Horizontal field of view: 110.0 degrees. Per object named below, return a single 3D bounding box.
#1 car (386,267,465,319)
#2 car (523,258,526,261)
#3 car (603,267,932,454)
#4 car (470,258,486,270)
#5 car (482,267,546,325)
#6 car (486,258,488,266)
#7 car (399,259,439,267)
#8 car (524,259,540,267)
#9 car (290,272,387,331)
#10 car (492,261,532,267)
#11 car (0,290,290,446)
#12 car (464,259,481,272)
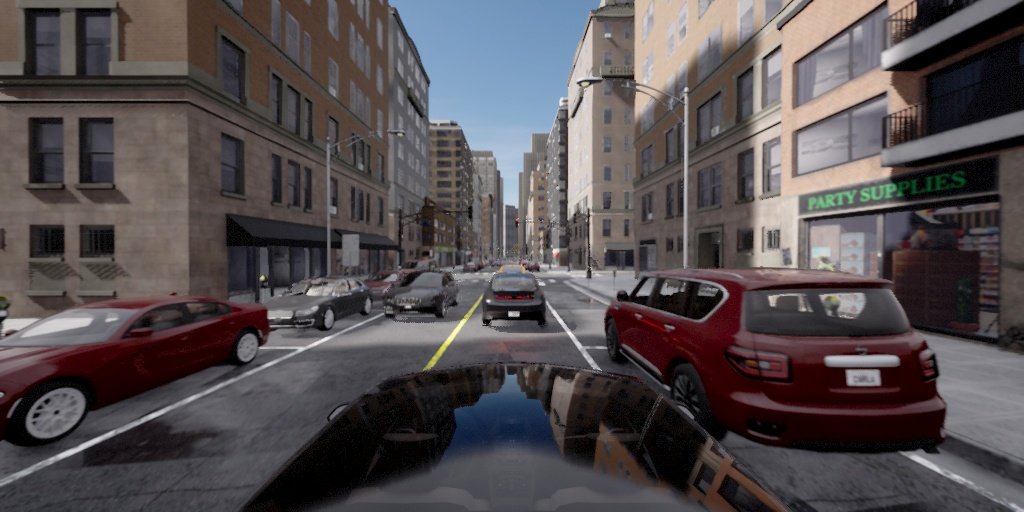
[{"bbox_3d":[-3.082,1.282,13.074,1.837,1.490,4.892,0,-1,0],"label":"car"},{"bbox_3d":[2.891,1.426,54.775,1.751,1.417,4.829,0,0,0],"label":"car"},{"bbox_3d":[2.859,1.072,5.290,2.192,1.841,5.009,0,0,0],"label":"car"},{"bbox_3d":[-5.635,1.215,54.585,2.192,1.841,5.009,0,0,0],"label":"car"},{"bbox_3d":[0.065,1.278,11.848,1.837,1.490,4.892,0,0,0],"label":"car"},{"bbox_3d":[-5.631,1.466,60.150,1.888,1.381,4.507,0,0,0],"label":"car"},{"bbox_3d":[-5.656,1.112,22.021,2.192,1.841,5.009,0,0,0],"label":"car"},{"bbox_3d":[2.887,1.463,49.042,1.802,1.307,4.207,0,0,0],"label":"car"},{"bbox_3d":[-5.663,1.320,10.855,2.007,1.370,4.403,0,0,0],"label":"car"},{"bbox_3d":[0.025,1.275,21.599,1.882,1.535,5.008,0,0,0],"label":"car"},{"bbox_3d":[-5.666,1.302,5.273,1.888,1.381,4.507,0,0,0],"label":"car"},{"bbox_3d":[-5.638,1.462,49.020,1.802,1.307,4.207,0,0,0],"label":"car"}]
